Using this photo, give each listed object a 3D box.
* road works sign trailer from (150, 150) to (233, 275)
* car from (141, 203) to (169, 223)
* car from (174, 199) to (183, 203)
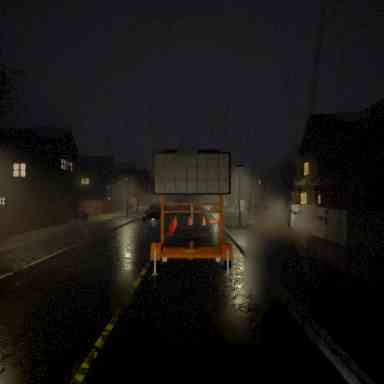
[{"bbox_3d":[-0.002,0.483,10.454,2.380,3.560,2.880,0,0,1],"label":"road works sign trailer"},{"bbox_3d":[-2.846,1.632,26.978,2.033,1.411,5.357,0,0,0],"label":"car"},{"bbox_3d":[-2.744,2.012,67.746,1.895,1.301,4.718,0,-1,0],"label":"car"}]
